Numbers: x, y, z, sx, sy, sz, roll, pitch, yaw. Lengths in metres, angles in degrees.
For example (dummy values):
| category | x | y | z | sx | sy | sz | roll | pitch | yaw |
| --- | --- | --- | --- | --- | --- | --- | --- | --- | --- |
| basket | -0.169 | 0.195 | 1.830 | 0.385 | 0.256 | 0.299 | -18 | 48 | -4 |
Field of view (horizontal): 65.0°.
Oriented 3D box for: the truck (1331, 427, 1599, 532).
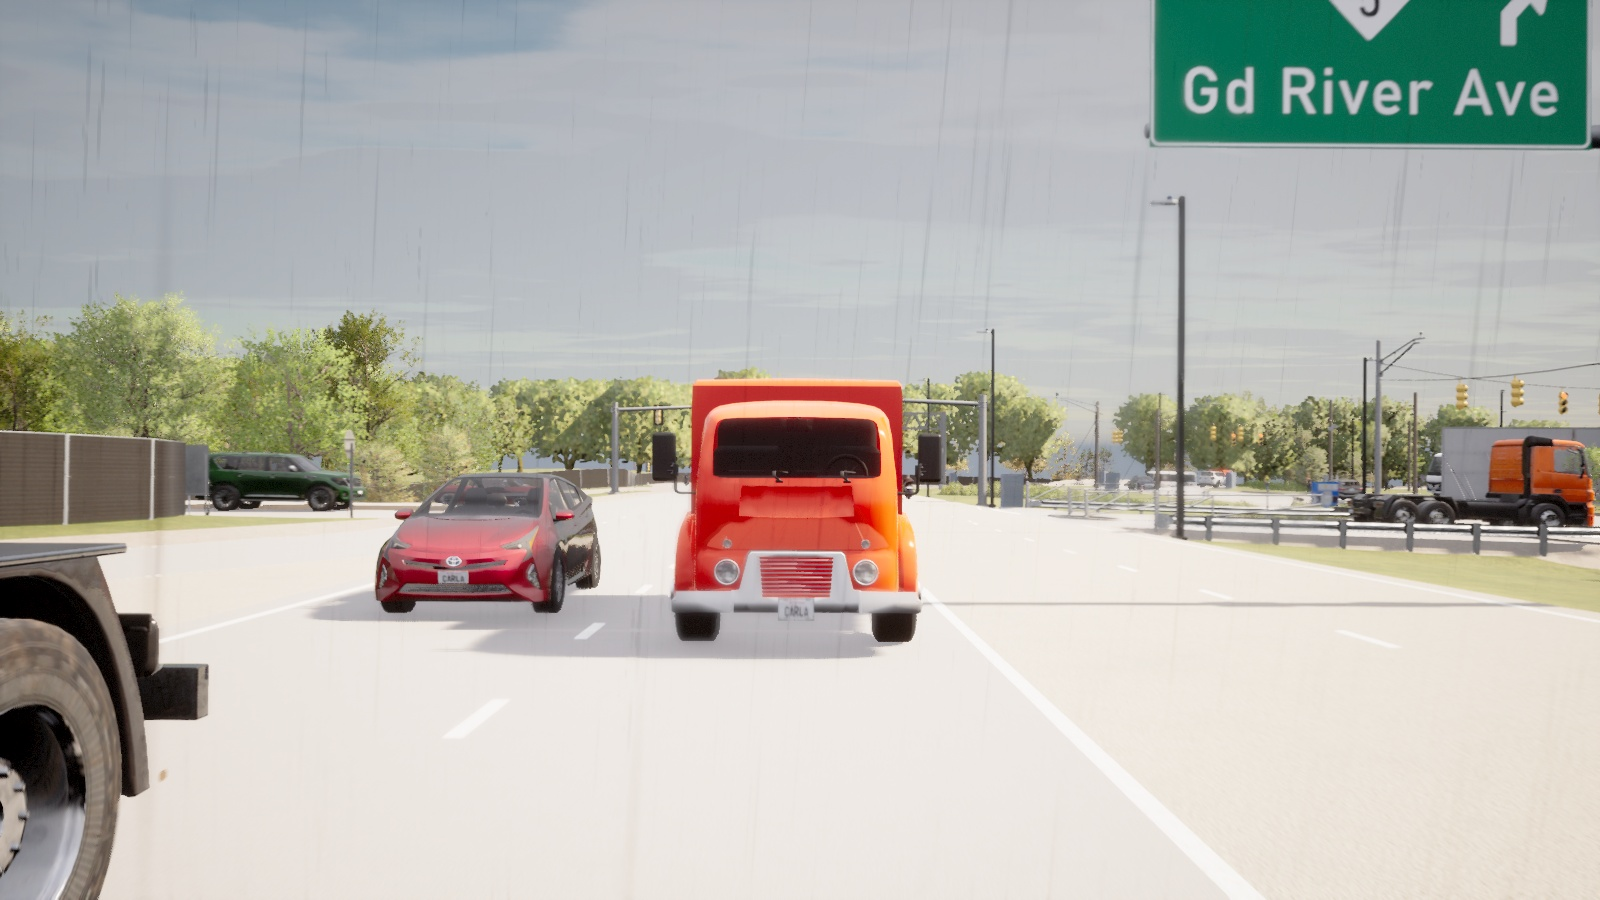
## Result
| category | x | y | z | sx | sy | sz | roll | pitch | yaw |
| --- | --- | --- | --- | --- | --- | --- | --- | --- | --- |
| truck | 23.396 | 1.032 | 44.452 | 7.936 | 3.462 | 2.891 | 1 | -1 | -1 |

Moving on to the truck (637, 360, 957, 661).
| category | x | y | z | sx | sy | sz | roll | pitch | yaw |
| --- | --- | --- | --- | --- | --- | --- | --- | --- | --- |
| truck | -0.033 | 0.542 | 12.963 | 2.627 | 2.467 | 5.204 | 0 | -1 | 0 |

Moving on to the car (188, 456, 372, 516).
| category | x | y | z | sx | sy | sz | roll | pitch | yaw |
| --- | --- | --- | --- | --- | --- | --- | --- | --- | --- |
| car | -18.217 | 1.260 | 44.203 | 5.566 | 2.045 | 2.150 | 0 | -1 | 0 |

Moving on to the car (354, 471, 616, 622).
| category | x | y | z | sx | sy | sz | roll | pitch | yaw |
| --- | --- | --- | --- | --- | --- | --- | --- | --- | --- |
| car | -3.536 | 1.023 | 15.041 | 2.007 | 1.525 | 4.514 | 0 | -1 | 0 |

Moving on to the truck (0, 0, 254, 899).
| category | x | y | z | sx | sy | sz | roll | pitch | yaw |
| --- | --- | --- | --- | --- | --- | --- | --- | --- | --- |
| truck | -3.506 | -0.140 | 0.774 | 2.891 | 3.462 | 7.936 | 0 | -1 | 0 |
